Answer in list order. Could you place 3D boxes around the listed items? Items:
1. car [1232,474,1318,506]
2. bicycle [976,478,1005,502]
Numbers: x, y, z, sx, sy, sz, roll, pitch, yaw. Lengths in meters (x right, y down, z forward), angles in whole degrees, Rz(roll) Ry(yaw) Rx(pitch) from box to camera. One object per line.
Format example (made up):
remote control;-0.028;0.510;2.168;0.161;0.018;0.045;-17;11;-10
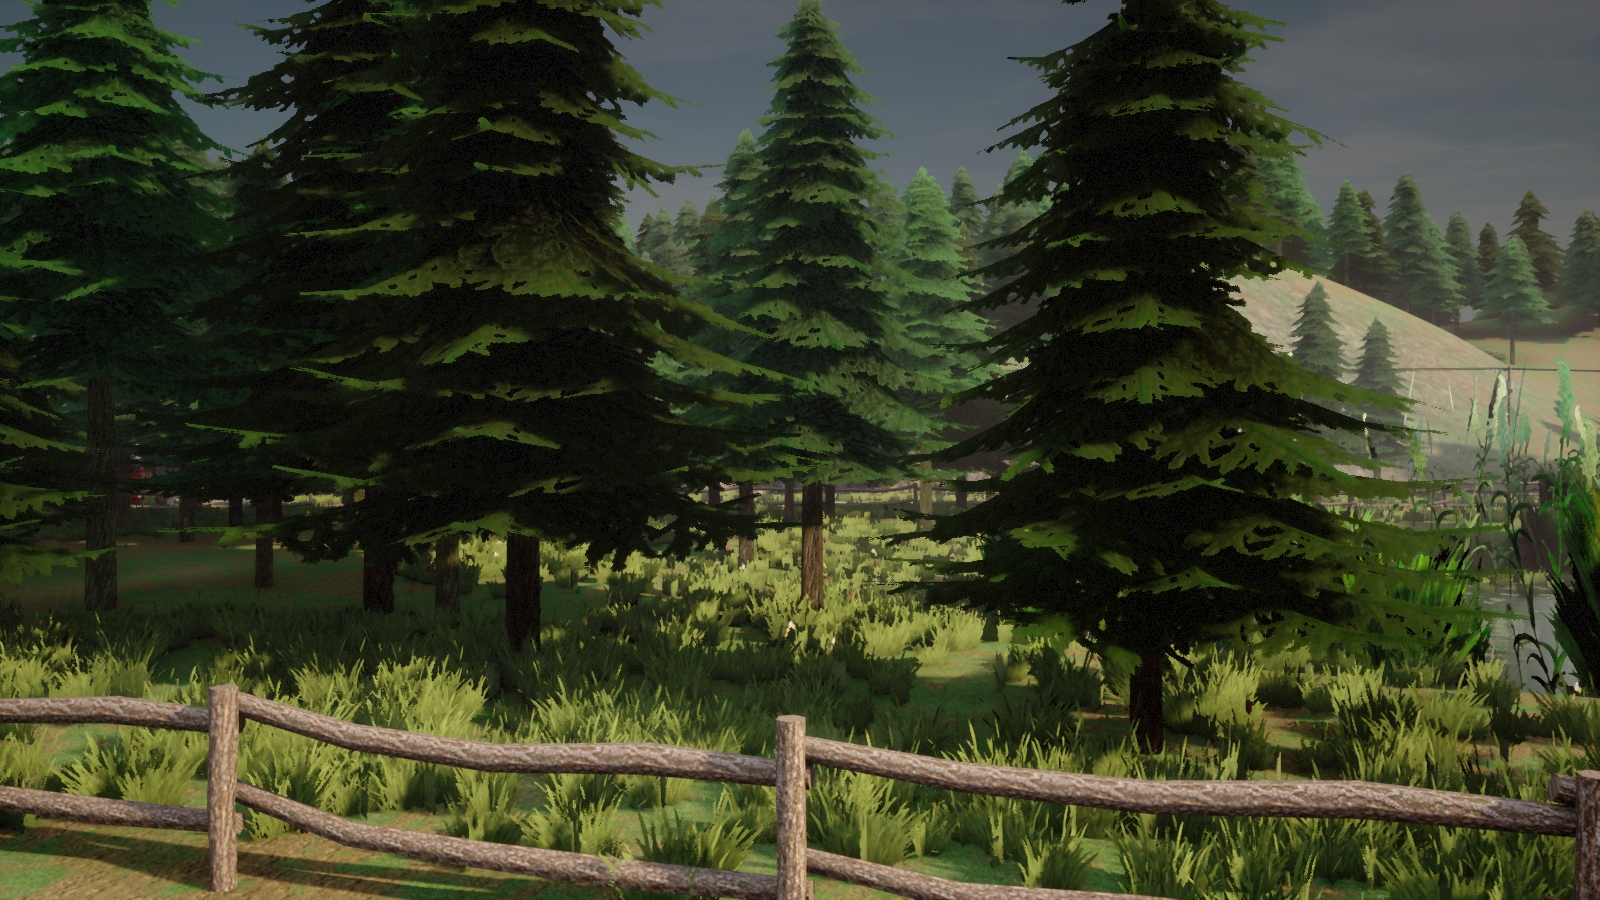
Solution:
car;24.182;2.026;58.279;3.705;1.549;1.789;0;0;7
bicycle;10.312;2.157;62.016;1.487;1.276;0.859;0;0;4
